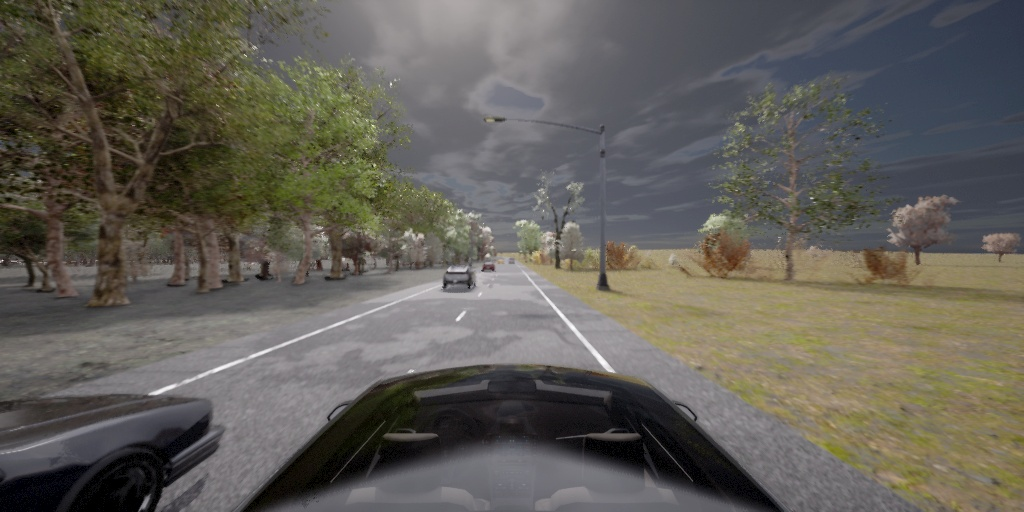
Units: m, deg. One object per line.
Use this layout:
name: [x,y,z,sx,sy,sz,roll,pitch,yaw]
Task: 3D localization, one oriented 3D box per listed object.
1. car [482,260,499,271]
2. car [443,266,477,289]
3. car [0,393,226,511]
car: [-3.557,1.597,56.168,1.882,1.535,5.008,0,-1,0]
car: [-3.524,1.398,24.720,2.128,1.511,4.902,0,0,0]
car: [-3.498,1.288,0.719,2.033,1.411,5.357,0,0,0]
